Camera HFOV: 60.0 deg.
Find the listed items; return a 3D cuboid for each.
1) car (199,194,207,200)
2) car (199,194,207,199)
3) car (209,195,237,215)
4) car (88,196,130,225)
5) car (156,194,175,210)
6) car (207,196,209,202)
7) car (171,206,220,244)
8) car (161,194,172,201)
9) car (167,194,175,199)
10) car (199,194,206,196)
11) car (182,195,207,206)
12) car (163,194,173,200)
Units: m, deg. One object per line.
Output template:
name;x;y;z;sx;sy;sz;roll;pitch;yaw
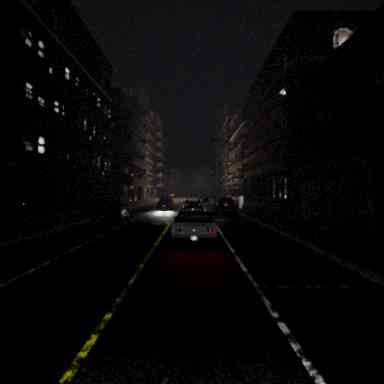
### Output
car;2.700;1.161;80.016;1.752;1.417;4.829;0;0;0
car;2.700;1.176;85.483;1.947;1.339;4.313;0;0;0
car;3.115;1.207;32.451;2.097;1.767;4.553;0;0;0
car;-5.686;1.210;23.489;2.192;1.841;5.009;0;0;0
car;-3.091;1.317;39.148;2.128;1.511;4.902;0;0;0
car;3.116;1.176;39.451;2.097;1.767;4.553;0;0;0
car;0.093;1.532;15.456;1.895;1.301;4.718;0;0;0
car;-5.682;1.214;74.215;2.008;1.369;4.403;0;0;0
car;-5.680;1.129;91.124;1.887;1.381;4.507;0;0;0
car;2.697;1.292;57.302;2.008;1.369;4.403;0;0;0
car;0.096;1.347;32.237;2.128;1.511;4.902;0;0;0
car;-5.682;1.188;79.852;2.008;1.369;4.403;0;0;0
